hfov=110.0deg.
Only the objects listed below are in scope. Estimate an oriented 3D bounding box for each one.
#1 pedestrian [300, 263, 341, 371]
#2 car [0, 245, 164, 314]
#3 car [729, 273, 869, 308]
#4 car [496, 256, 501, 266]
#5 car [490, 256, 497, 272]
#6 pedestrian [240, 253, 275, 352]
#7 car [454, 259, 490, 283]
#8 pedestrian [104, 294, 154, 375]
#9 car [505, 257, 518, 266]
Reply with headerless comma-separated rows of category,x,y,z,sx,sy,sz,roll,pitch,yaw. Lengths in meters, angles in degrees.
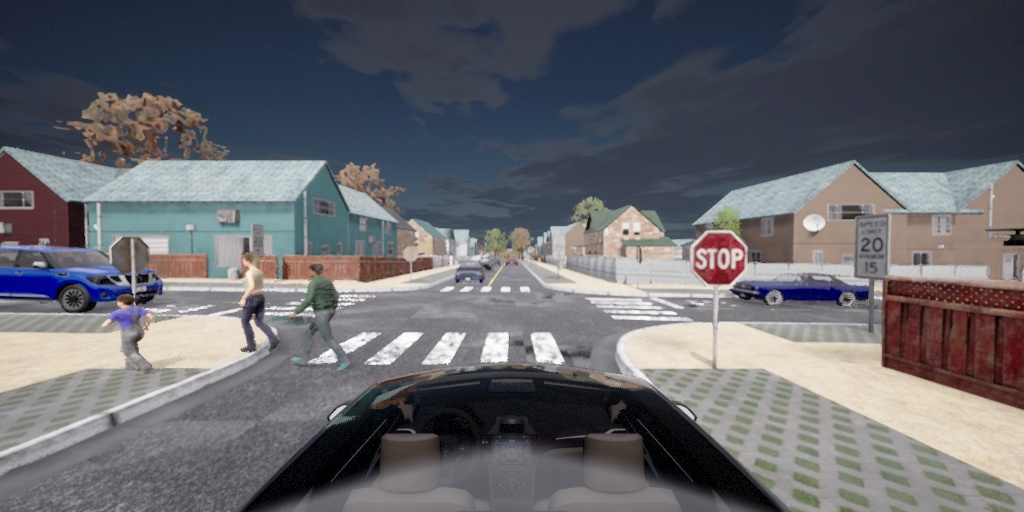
pedestrian,-3.218,0.993,6.036,0.375,1.860,0.375,-1,1,0
car,-15.121,0.693,11.960,5.566,2.045,2.150,1,1,0
car,11.845,1.354,14.958,4.718,1.301,1.895,1,1,0
car,-2.822,0.788,58.294,1.837,1.490,4.892,0,0,0
car,-2.875,0.995,37.202,1.895,1.301,4.718,0,1,0
pedestrian,-4.763,0.828,6.631,0.375,1.860,0.375,-1,1,0
car,-2.838,1.043,25.270,2.033,1.411,5.357,0,1,-1
pedestrian,-5.747,1.126,5.438,0.375,1.300,0.375,-1,1,0
car,-0.043,0.813,56.847,1.812,1.442,4.674,0,0,0
